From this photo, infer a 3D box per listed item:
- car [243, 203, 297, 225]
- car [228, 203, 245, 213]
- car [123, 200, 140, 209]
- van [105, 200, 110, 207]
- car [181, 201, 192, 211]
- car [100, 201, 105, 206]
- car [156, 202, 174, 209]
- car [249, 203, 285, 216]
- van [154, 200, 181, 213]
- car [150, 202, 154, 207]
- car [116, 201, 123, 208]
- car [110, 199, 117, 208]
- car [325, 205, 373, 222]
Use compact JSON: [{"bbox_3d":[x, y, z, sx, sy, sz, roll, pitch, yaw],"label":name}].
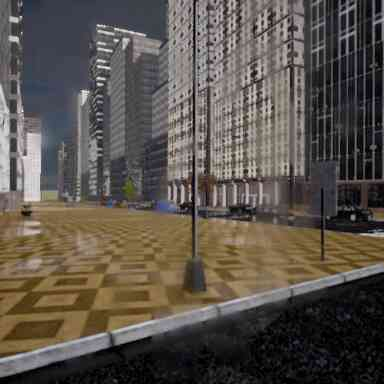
[{"bbox_3d":[6.276,1.802,26.044,2.008,1.369,4.403,-1,-1,-26],"label":"car"},{"bbox_3d":[6.493,2.150,44.882,1.947,1.339,4.313,-1,-1,-26],"label":"car"},{"bbox_3d":[-10.830,2.510,61.504,2.008,1.369,4.403,-1,-1,-26],"label":"car"},{"bbox_3d":[-18.164,2.618,76.703,1.690,1.788,3.998,-1,-1,-26],"label":"van"},{"bbox_3d":[-0.620,2.275,53.565,1.837,1.490,4.892,0,-1,-25],"label":"car"},{"bbox_3d":[-23.047,3.036,86.832,1.887,1.381,4.507,-1,-1,-26],"label":"car"},{"bbox_3d":[-5.102,2.522,62.753,1.994,1.385,4.181,0,-1,-26],"label":"car"},{"bbox_3d":[8.936,2.050,39.817,1.947,1.339,4.313,-1,-1,-26],"label":"car"},{"bbox_3d":[-3.503,1.991,46.310,1.690,1.788,3.998,-1,-1,-26],"label":"van"},{"bbox_3d":[-8.168,2.787,75.276,1.802,1.307,4.206,-1,-1,-26],"label":"car"},{"bbox_3d":[-13.200,2.587,66.418,1.752,1.417,4.829,-1,-1,-26],"label":"car"},{"bbox_3d":[-15.717,2.715,71.636,1.887,1.381,4.507,-1,-1,-26],"label":"car"},{"bbox_3d":[13.823,1.837,29.685,2.008,1.369,4.403,-1,-1,-26],"label":"car"}]
